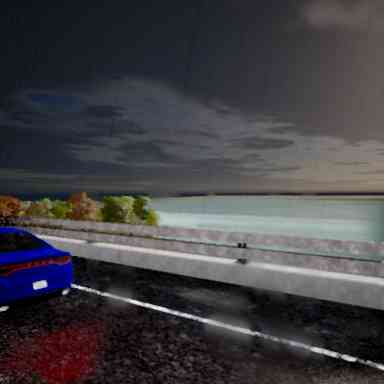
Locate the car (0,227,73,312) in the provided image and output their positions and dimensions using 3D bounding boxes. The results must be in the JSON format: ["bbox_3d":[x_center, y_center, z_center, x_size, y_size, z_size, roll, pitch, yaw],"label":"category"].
[{"bbox_3d":[-4.728,1.523,7.400,5.008,1.535,1.882,0,0,36],"label":"car"}]
